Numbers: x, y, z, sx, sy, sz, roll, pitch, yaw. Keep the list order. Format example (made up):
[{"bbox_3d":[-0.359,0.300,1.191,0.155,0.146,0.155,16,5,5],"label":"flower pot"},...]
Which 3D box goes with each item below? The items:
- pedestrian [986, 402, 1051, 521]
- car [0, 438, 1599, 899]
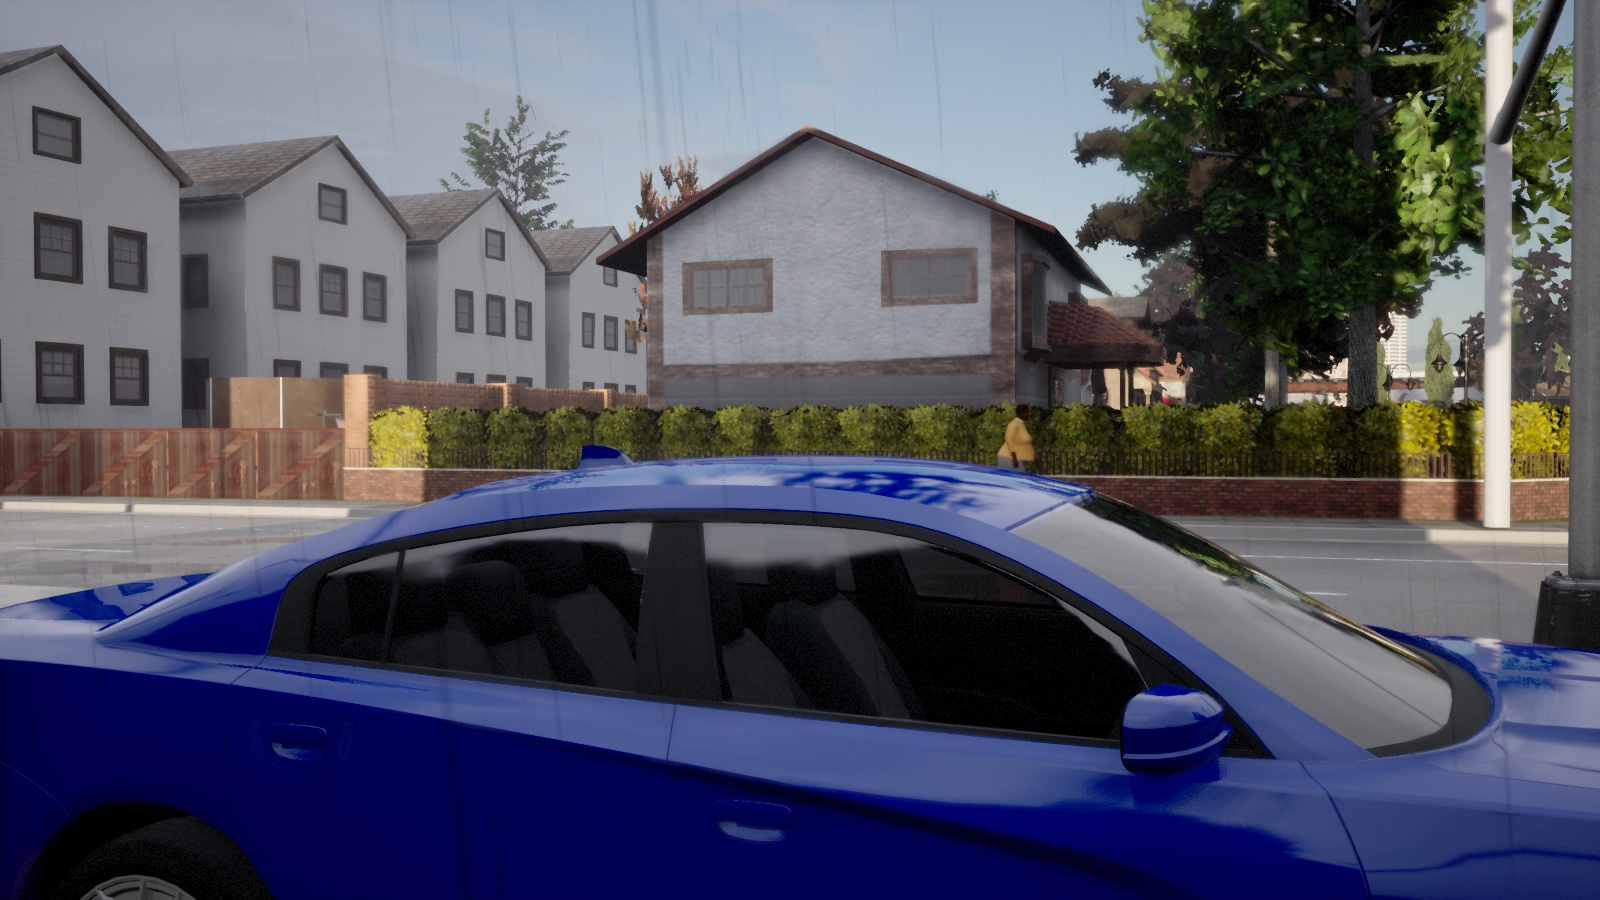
[{"bbox_3d":[3.514,0.172,20.155,0.900,1.855,0.874,1,1,18],"label":"pedestrian"},{"bbox_3d":[0.253,0.755,3.108,5.008,1.535,1.882,1,1,19],"label":"car"}]
